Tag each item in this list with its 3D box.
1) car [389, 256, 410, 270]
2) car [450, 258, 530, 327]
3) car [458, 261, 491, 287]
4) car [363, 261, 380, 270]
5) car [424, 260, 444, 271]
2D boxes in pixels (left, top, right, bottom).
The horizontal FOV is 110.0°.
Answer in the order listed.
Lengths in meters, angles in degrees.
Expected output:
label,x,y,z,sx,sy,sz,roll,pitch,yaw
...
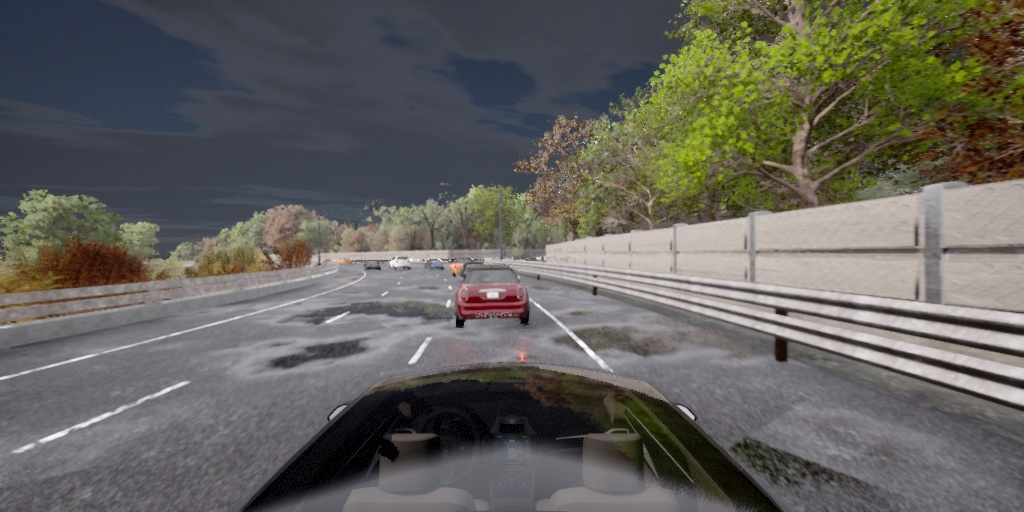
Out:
label,x,y,z,sx,sy,sz,roll,pitch,yaw
car,-16.519,0.972,52.680,2.150,2.045,5.566,-1,0,-28
car,-0.723,1.072,11.768,2.097,1.767,4.553,-1,0,-6
car,-2.716,1.186,24.981,1.837,1.490,4.892,-1,0,-11
car,-20.751,1.380,53.012,1.994,1.385,4.181,-1,0,-29
car,-10.706,1.226,48.864,2.033,1.411,5.357,-1,0,-25
